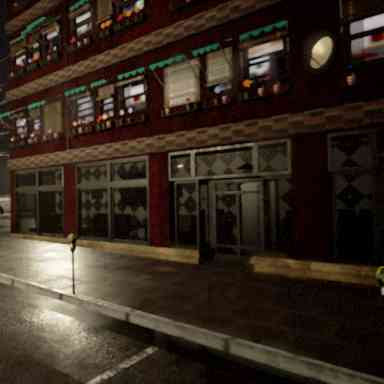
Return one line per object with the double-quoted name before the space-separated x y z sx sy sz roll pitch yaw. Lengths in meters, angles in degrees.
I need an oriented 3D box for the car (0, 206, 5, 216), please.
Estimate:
"car" -21.092 1.866 33.249 1.947 1.339 4.313 -2 -1 36
